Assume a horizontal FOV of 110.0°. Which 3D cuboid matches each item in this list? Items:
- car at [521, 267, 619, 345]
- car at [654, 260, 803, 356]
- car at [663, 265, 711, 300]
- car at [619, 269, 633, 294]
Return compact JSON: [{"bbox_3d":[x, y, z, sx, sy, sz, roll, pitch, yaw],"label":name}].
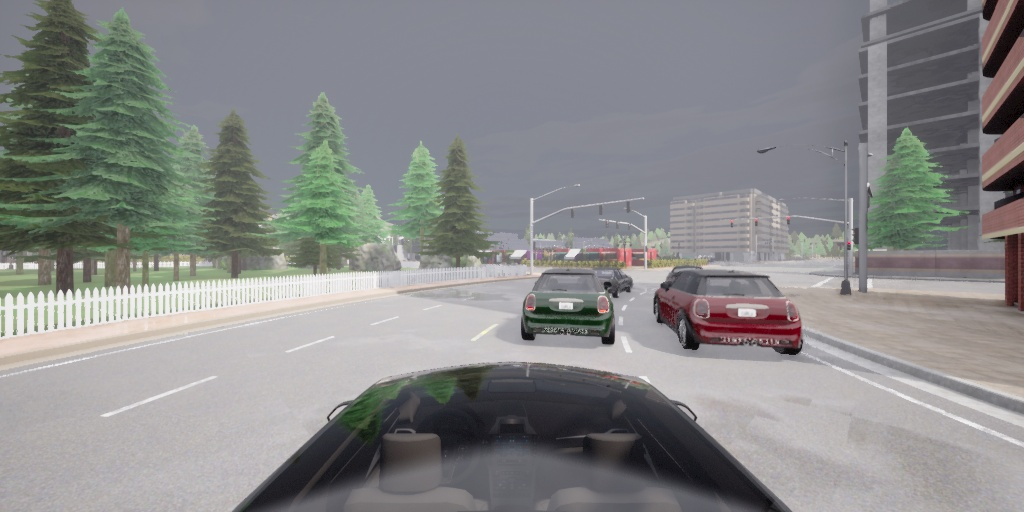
[{"bbox_3d":[1.635,1.102,9.842,2.097,1.767,4.553,0,0,13],"label":"car"},{"bbox_3d":[4.973,1.105,8.972,2.097,1.767,4.553,0,0,12],"label":"car"},{"bbox_3d":[9.339,1.255,18.884,1.837,1.490,4.892,0,0,31],"label":"car"},{"bbox_3d":[4.908,1.298,18.586,2.033,1.411,5.357,0,0,29],"label":"car"}]
